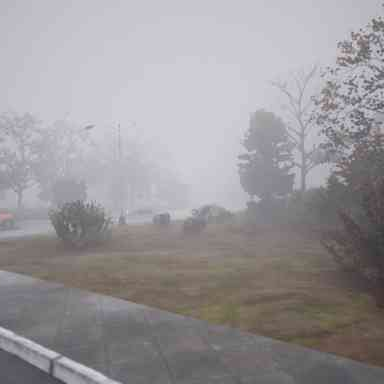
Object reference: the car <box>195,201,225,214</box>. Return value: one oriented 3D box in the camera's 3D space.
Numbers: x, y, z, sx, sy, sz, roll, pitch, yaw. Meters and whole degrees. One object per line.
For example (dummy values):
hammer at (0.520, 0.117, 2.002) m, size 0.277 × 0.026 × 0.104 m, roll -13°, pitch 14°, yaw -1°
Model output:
car at (2.438, 2.135, 43.096) m, size 2.033 × 1.411 × 5.357 m, roll -3°, pitch -2°, yaw 32°

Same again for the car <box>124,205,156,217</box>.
car at (-6.572, 2.360, 42.249) m, size 2.128 × 1.511 × 4.902 m, roll -3°, pitch -2°, yaw 32°

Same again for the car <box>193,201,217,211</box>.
car at (2.243, 2.312, 56.183) m, size 1.812 × 1.442 × 4.674 m, roll -3°, pitch -2°, yaw 32°

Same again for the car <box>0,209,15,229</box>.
car at (-16.723, 2.166, 26.409) m, size 2.097 × 1.767 × 4.553 m, roll -3°, pitch -2°, yaw 33°
